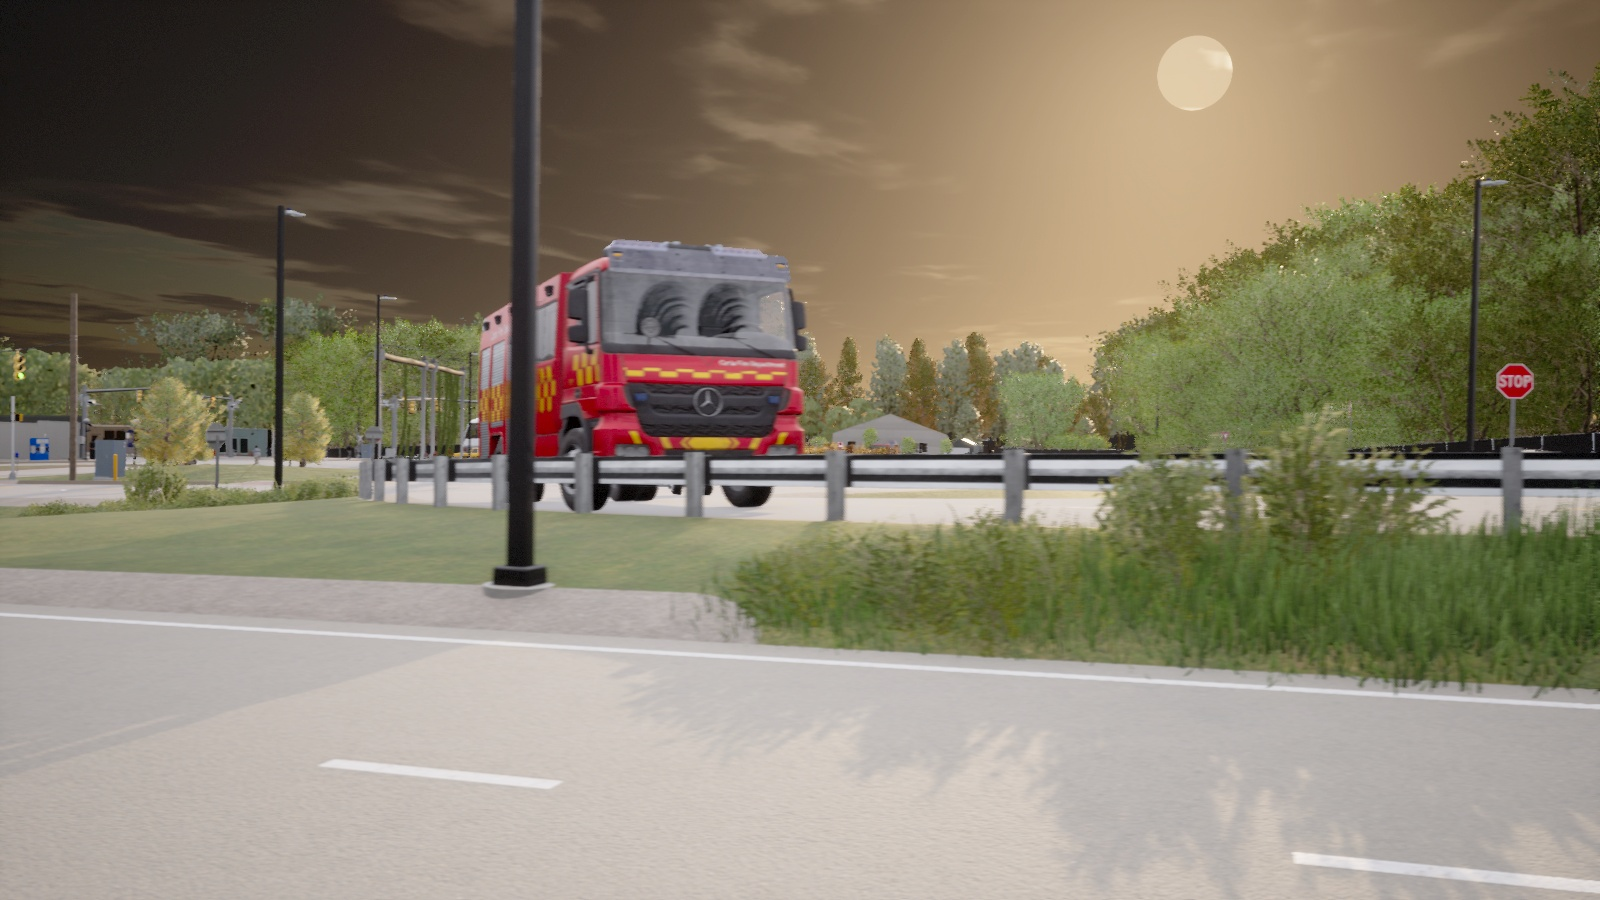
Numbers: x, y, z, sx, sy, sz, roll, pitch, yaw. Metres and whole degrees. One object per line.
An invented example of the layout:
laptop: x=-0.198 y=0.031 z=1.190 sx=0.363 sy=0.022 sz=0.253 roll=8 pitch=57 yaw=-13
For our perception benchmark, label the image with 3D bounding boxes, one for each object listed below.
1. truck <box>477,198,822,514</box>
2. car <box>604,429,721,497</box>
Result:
truck: x=-2.792 y=-1.066 z=19.656 sx=2.891 sy=3.827 sz=8.468 roll=1 pitch=-1 yaw=-25
car: x=-3.343 y=0.341 z=29.944 sx=1.845 sy=1.501 sz=3.633 roll=1 pitch=-2 yaw=-22
